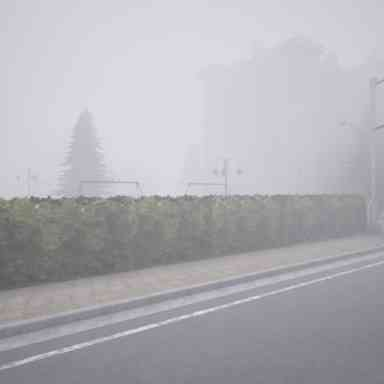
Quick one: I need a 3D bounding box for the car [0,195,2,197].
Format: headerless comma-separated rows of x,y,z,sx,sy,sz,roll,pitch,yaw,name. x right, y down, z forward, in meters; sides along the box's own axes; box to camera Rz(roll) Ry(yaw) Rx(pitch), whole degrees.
-40.256,1.374,67.276,3.633,1.501,1.845,0,0,-37,car

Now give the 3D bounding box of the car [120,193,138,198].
-9.349,1.208,49.407,2.150,2.045,5.566,0,0,-37,car
